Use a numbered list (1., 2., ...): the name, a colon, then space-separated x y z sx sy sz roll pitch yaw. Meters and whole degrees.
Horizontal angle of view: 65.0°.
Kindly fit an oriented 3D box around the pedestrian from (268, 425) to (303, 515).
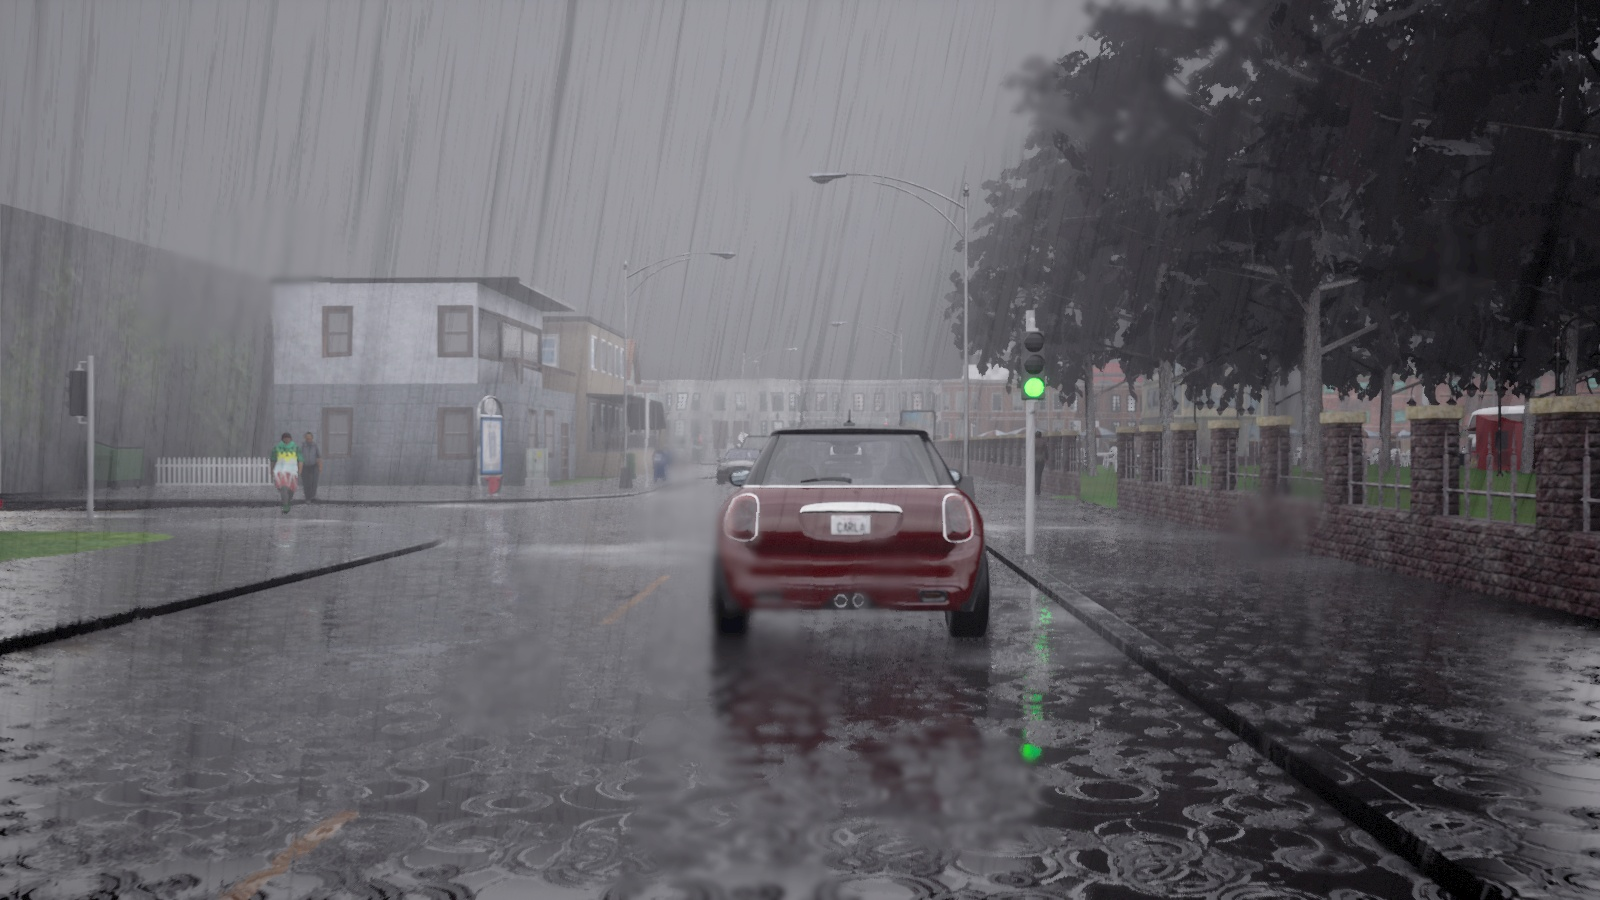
1. pedestrian: -11.454 0.431 27.961 0.659 1.952 0.873 0 0 -26

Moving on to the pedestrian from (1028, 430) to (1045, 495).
1. pedestrian: 6.627 0.343 35.177 0.328 1.805 0.869 0 0 2

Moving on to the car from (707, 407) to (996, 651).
1. car: 0.414 0.567 11.405 2.097 1.767 4.553 0 0 1

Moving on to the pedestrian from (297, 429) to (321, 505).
1. pedestrian: -12.115 0.421 30.995 0.540 1.848 0.694 0 0 -23

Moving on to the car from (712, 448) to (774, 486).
1. car: -2.203 0.623 49.963 2.033 1.411 5.357 0 0 2

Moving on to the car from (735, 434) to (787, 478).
1. car: -1.815 0.259 60.550 2.150 2.045 5.566 0 0 2
